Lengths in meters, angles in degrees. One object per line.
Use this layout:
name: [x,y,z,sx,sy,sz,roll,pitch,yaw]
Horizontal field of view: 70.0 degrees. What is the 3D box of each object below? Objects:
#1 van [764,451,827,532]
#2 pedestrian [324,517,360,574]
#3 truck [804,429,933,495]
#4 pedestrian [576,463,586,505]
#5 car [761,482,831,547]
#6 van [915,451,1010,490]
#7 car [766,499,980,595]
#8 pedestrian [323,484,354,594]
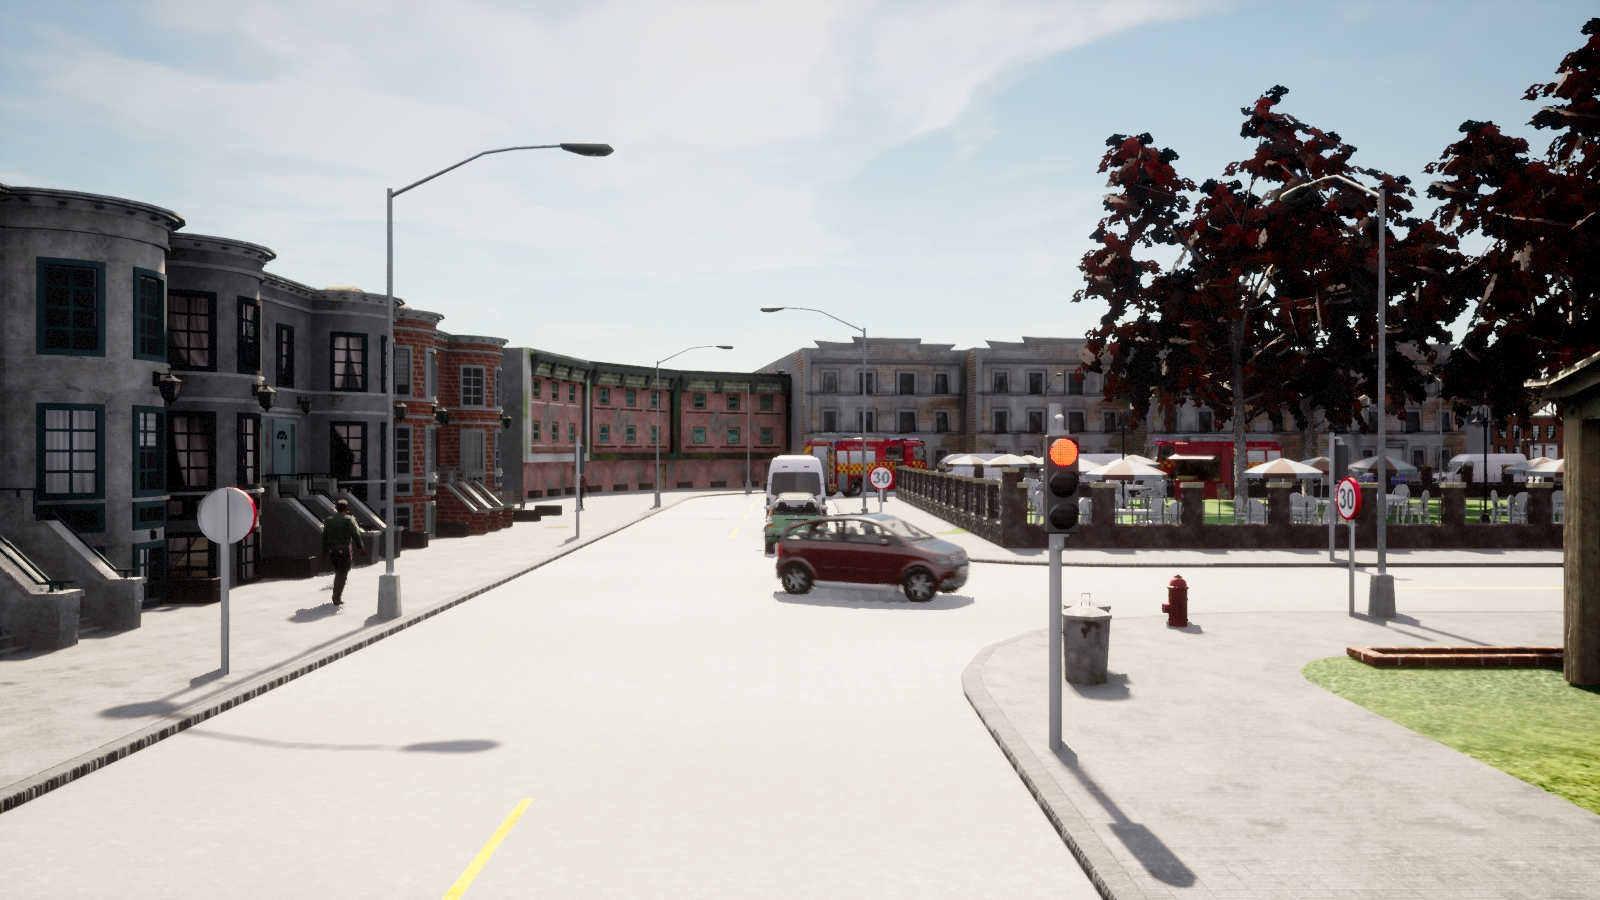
van: [-0.147,1.315,39.074,1.988,2.561,5.915,0,0,0]
pedestrian: [-9.184,1.904,22.915,0.500,1.100,0.500,0,0,4]
truck: [4.295,0.672,70.228,8.468,3.827,2.891,0,0,-43]
pedestrian: [-9.811,1.525,51.202,0.375,1.860,0.375,0,0,0]
car: [-0.119,1.779,32.373,1.851,1.617,3.988,0,0,0]
van: [10.550,1.314,74.428,5.915,2.561,1.988,0,0,0]
car: [1.404,1.805,22.070,3.705,1.549,1.789,0,1,27]
pedestrian: [-7.929,1.524,19.637,0.375,1.860,0.375,0,0,4]
